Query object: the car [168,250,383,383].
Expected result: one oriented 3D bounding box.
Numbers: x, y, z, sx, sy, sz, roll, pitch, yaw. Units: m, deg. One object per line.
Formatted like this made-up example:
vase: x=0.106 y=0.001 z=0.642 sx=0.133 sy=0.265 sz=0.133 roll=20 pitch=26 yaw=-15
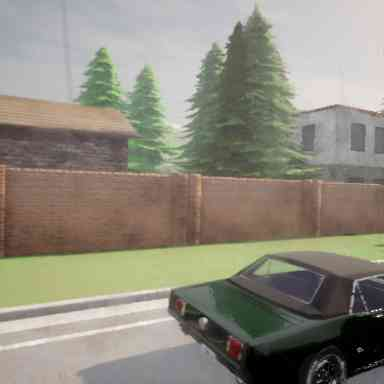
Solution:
car: x=2.154 y=1.562 z=4.802 sx=4.718 sy=1.301 sz=1.895 roll=1 pitch=1 yaw=-28
